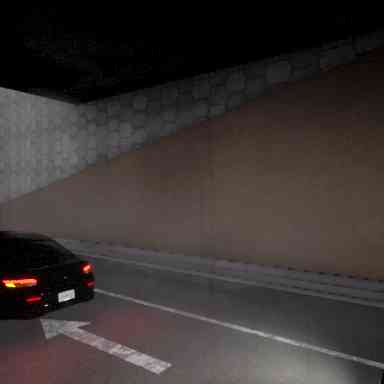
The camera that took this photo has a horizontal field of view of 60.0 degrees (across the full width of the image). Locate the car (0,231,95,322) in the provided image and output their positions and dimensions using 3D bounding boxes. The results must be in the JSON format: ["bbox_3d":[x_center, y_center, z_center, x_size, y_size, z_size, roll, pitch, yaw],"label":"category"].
[{"bbox_3d":[-3.918,1.526,6.768,4.674,1.442,1.812,0,0,36],"label":"car"}]

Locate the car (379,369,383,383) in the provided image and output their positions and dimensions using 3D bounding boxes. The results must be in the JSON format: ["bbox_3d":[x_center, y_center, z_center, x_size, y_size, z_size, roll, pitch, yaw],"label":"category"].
[{"bbox_3d":[3.523,1.505,1.401,4.892,1.490,1.837,0,0,36],"label":"car"}]
